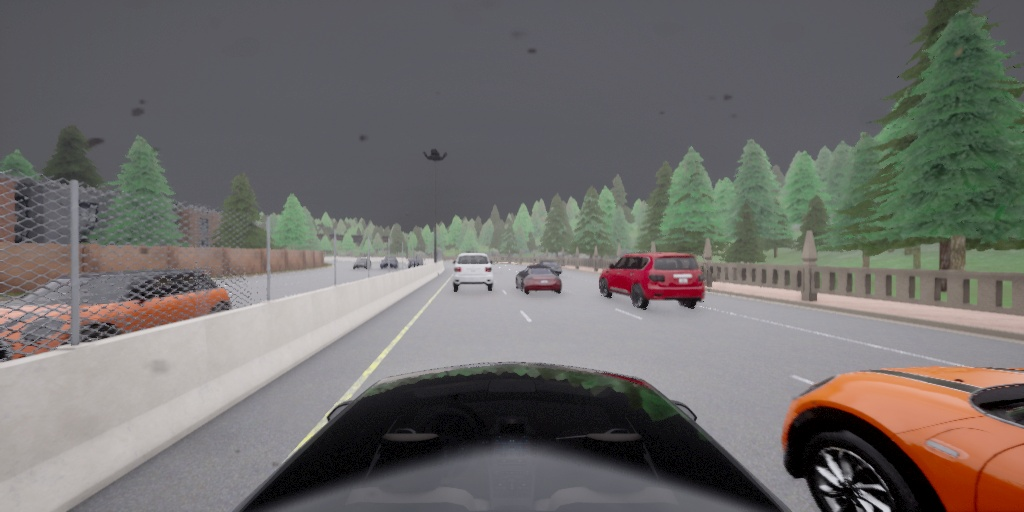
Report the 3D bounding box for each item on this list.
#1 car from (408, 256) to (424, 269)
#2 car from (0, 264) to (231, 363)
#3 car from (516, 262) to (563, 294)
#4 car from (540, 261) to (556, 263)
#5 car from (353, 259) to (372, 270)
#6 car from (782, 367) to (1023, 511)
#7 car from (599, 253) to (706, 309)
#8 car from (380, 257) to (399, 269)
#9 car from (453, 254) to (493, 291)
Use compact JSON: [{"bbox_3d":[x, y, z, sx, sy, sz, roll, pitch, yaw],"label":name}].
[{"bbox_3d":[-13.444,0.956,50.288,2.097,1.767,4.553,0,0,-13],"label":"car"},{"bbox_3d":[-7.943,1.080,7.080,2.097,1.767,4.553,0,0,-7],"label":"car"},{"bbox_3d":[1.376,1.234,19.768,1.994,1.385,4.181,0,0,-7],"label":"car"},{"bbox_3d":[3.311,1.155,33.641,2.033,1.411,5.357,0,0,-7],"label":"car"},{"bbox_3d":[-20.252,1.111,48.659,1.837,1.490,4.892,0,0,-13],"label":"car"},{"bbox_3d":[3.502,1.104,1.183,2.097,1.767,4.553,0,0,-7],"label":"car"},{"bbox_3d":[5.469,0.912,14.774,2.150,2.045,5.566,0,0,-7],"label":"car"},{"bbox_3d":[-16.852,0.901,49.487,2.097,1.767,4.553,0,0,-13],"label":"car"},{"bbox_3d":[-2.324,0.883,21.312,2.150,2.045,5.566,0,0,-7],"label":"car"}]
